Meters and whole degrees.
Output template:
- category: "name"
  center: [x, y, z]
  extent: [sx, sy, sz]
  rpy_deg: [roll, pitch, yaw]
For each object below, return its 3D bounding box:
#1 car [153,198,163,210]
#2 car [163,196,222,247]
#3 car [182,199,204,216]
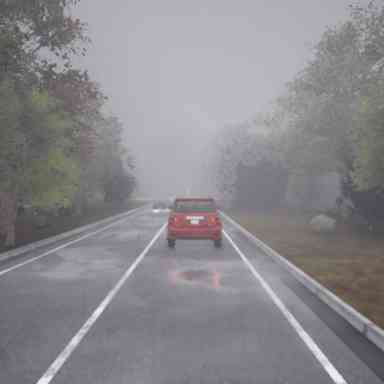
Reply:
- category: "car"
  center: [-3.587, 1.396, 40.430]
  extent: [1.994, 1.385, 4.181]
  rpy_deg: [0, 0, 0]
- category: "car"
  center: [0.101, 1.185, 14.928]
  extent: [2.150, 2.045, 5.566]
  rpy_deg: [0, 0, 0]
- category: "car"
  center: [0.103, 1.440, 32.212]
  extent: [1.994, 1.385, 4.181]
  rpy_deg: [0, 0, 0]
